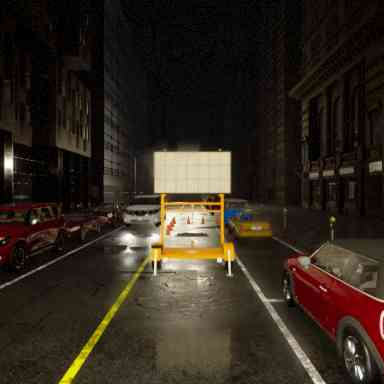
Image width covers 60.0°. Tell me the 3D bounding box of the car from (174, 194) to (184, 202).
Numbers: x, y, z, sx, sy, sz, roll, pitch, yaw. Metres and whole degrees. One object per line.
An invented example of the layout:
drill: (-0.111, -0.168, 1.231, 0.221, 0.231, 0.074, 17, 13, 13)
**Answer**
car: (-2.876, 1.592, 73.219, 1.994, 1.385, 4.181, 0, 0, 0)

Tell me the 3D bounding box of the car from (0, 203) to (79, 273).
car: (-5.749, 1.314, 10.859, 2.192, 1.841, 5.009, 0, 0, 0)

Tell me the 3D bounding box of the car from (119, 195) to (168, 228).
car: (-3.064, 1.222, 22.411, 2.150, 2.045, 5.566, 0, 0, 0)

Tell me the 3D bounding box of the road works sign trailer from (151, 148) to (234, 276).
road works sign trailer: (0.015, 0.464, 10.305, 2.380, 3.560, 2.880, 0, 0, 0)

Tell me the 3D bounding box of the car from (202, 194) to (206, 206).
car: (2.833, 1.324, 44.469, 2.192, 1.841, 5.009, 0, 0, 0)

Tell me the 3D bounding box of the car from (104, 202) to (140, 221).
car: (-5.720, 1.552, 27.665, 2.008, 1.369, 4.403, 0, 0, 0)

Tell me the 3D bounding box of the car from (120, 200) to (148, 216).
car: (-5.710, 1.569, 33.267, 1.947, 1.339, 4.313, 0, 0, 0)

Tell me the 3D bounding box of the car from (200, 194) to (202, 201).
car: (2.853, 1.456, 55.672, 1.967, 1.590, 4.097, 0, 0, 0)

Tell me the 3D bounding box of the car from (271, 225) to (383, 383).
car: (2.766, 1.440, 5.256, 1.967, 1.590, 4.097, 0, 0, 0)

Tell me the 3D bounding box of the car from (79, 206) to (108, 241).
car: (-5.739, 1.581, 16.461, 1.802, 1.307, 4.206, 0, 0, 0)

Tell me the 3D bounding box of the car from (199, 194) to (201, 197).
car: (2.873, 1.464, 66.875, 1.967, 1.590, 4.097, 0, 0, 0)

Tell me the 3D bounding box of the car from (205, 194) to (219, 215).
car: (2.814, 1.318, 33.265, 2.192, 1.841, 5.009, 0, 0, 0)

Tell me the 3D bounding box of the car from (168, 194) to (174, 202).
car: (-5.643, 1.467, 72.482, 1.967, 1.590, 4.097, 0, 0, 0)

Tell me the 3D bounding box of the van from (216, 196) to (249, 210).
van: (2.795, 1.341, 22.062, 1.690, 1.788, 3.998, 0, 0, 0)

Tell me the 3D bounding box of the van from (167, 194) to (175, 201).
van: (-5.614, 1.380, 89.289, 1.690, 1.788, 3.998, 0, 0, 0)

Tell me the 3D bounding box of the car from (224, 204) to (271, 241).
car: (2.786, 1.525, 16.631, 1.752, 1.417, 4.829, 0, 0, 0)

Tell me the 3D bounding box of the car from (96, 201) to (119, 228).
car: (-5.730, 1.440, 22.063, 1.967, 1.590, 4.097, 0, 0, 0)

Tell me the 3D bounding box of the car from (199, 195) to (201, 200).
car: (2.863, 1.586, 61.274, 1.947, 1.339, 4.313, 0, 0, 0)

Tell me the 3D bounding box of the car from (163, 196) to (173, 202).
car: (-5.633, 1.576, 78.084, 1.887, 1.381, 4.507, 0, 0, 0)

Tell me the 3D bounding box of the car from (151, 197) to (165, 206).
car: (-5.672, 1.560, 55.676, 1.887, 1.381, 4.507, 0, 0, 0)

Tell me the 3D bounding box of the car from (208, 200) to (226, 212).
car: (2.825, 1.588, 38.867, 1.802, 1.307, 4.206, 0, 0, 0)

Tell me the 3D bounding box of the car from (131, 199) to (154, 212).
car: (-5.700, 1.571, 38.869, 1.947, 1.339, 4.313, 0, 0, 0)

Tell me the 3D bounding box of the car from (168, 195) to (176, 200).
car: (-5.604, 1.588, 94.891, 1.887, 1.381, 4.507, 0, 0, 0)
